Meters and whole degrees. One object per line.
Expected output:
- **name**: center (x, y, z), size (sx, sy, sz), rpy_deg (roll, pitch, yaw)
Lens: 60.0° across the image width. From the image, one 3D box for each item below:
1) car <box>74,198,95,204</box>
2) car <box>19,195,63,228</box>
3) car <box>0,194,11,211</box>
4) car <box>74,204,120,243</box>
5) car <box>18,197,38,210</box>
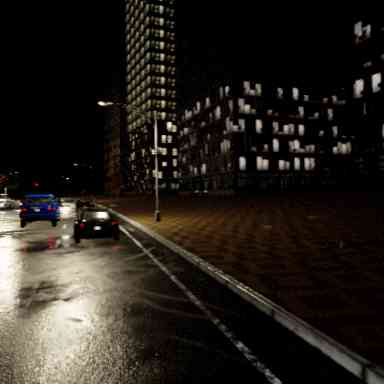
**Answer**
- **car**: center (-11.371, 1.381, 35.362), size (2.128, 1.511, 4.902), rpy_deg (-1, 1, -20)
- **car**: center (-10.263, 1.194, 22.697), size (2.150, 2.045, 5.566), rpy_deg (-1, 1, -19)
- **car**: center (-24.643, 1.282, 42.461), size (2.150, 2.045, 5.566), rpy_deg (-1, 0, -21)
- **car**: center (-4.640, 1.499, 16.082), size (1.994, 1.385, 4.181), rpy_deg (-1, 1, -18)
- **car**: center (-22.156, 1.480, 45.068), size (1.882, 1.535, 5.008), rpy_deg (-1, 1, -21)
